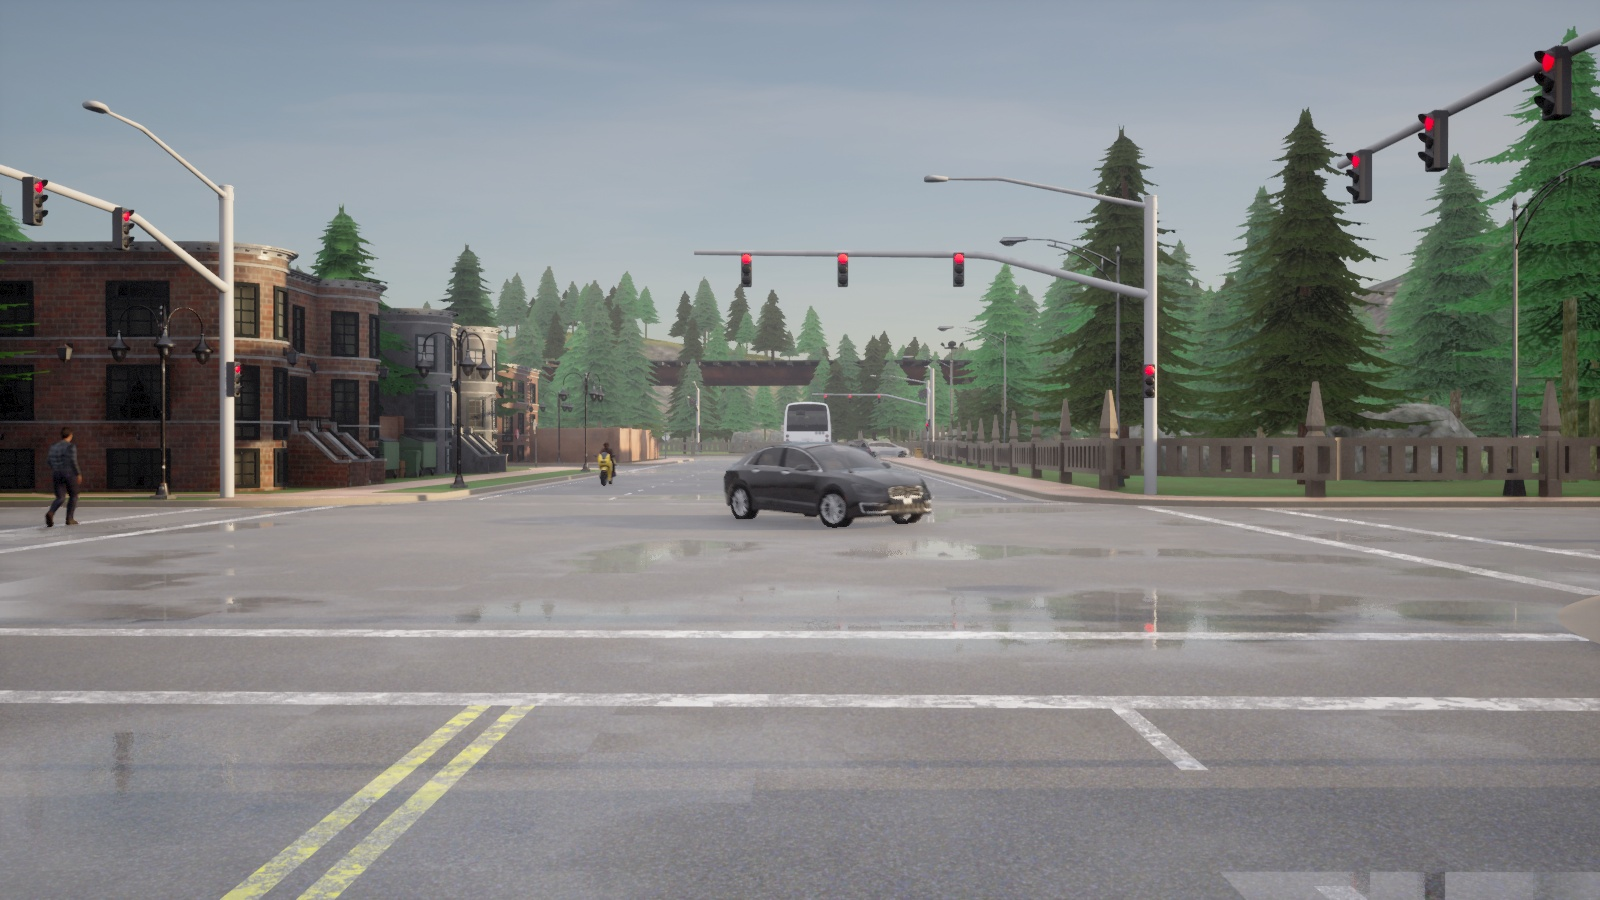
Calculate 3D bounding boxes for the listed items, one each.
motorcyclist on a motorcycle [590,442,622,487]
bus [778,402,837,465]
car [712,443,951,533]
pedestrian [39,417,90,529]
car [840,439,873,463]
[{"bbox_3d":[-6.738,0.476,43.718,0.797,1.523,2.044,0,0,0],"label":"motorcyclist on a motorcycle"},{"bbox_3d":[0.524,-1.136,89.810,3.944,4.253,10.273,0,0,0],"label":"bus"},{"bbox_3d":[0.464,0.619,23.568,1.837,1.490,4.892,-1,1,-37],"label":"car"},{"bbox_3d":[-13.065,0.399,22.315,0.423,1.949,0.788,0,0,2],"label":"pedestrian"},{"bbox_3d":[4.024,0.083,90.199,2.242,1.667,4.611,0,0,0],"label":"car"}]
